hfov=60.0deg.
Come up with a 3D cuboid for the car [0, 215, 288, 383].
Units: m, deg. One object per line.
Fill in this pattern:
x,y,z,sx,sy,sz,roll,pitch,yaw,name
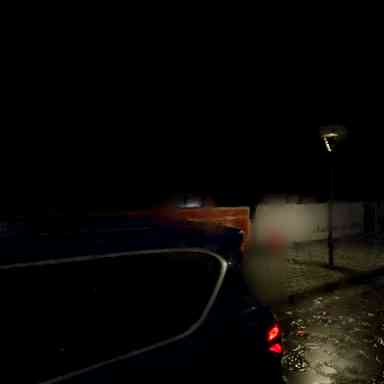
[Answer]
-1.880,1.225,1.744,5.566,2.045,2.150,0,0,-35,car
